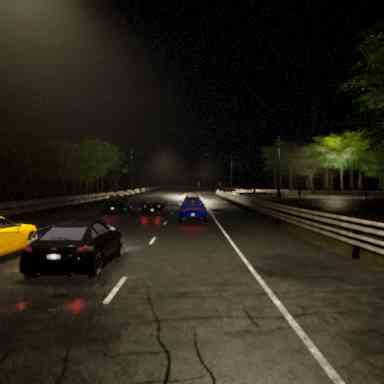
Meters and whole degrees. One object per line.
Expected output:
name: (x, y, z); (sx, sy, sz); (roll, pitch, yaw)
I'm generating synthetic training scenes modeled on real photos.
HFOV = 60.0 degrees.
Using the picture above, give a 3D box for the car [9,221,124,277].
car: (-3.417, 1.558, 10.217); (1.994, 1.385, 4.181); (0, 0, 0)

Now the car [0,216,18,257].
car: (-6.918, 1.467, 10.849); (1.882, 1.535, 5.008); (0, 0, 0)

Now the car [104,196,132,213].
car: (-6.947, 1.116, 31.450); (1.837, 1.490, 4.892); (0, 1, 0)

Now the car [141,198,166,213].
car: (-3.447, 1.223, 30.993); (1.895, 1.301, 4.718); (0, 1, 0)

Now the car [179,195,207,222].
car: (0.064, 1.264, 24.129); (1.882, 1.535, 5.008); (0, 1, 0)
